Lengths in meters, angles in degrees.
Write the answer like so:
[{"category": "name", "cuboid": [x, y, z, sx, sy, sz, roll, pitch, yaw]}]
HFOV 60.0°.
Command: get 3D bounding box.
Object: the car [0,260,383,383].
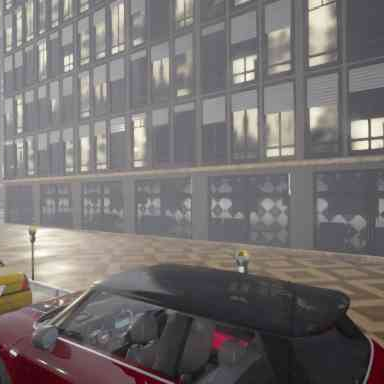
[{"category": "car", "cuboid": [-0.368, 1.441, 3.157, 4.097, 1.590, 1.967, 0, -1, 36]}]
